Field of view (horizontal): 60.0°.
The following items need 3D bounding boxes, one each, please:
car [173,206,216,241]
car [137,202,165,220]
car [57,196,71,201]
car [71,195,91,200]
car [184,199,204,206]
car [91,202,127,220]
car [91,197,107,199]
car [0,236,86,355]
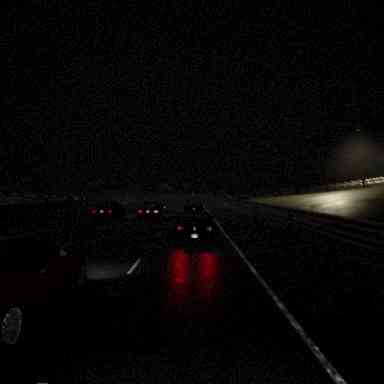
[{"bbox_3d":[0.127,1.590,16.438,1.895,1.301,4.718,0,0,0],"label":"car"},{"bbox_3d":[-3.341,1.530,27.787,2.033,1.411,5.357,0,0,0],"label":"car"},{"bbox_3d":[-24.335,1.504,63.919,1.812,1.442,4.674,0,0,0],"label":"car"},{"bbox_3d":[-20.841,1.334,63.972,2.097,1.767,4.553,0,0,0],"label":"car"},{"bbox_3d":[0.180,1.457,34.754,1.882,1.535,5.008,0,0,0],"label":"car"},{"bbox_3d":[-6.841,1.530,27.803,2.033,1.411,5.357,0,0,0],"label":"car"},{"bbox_3d":[-17.340,1.579,63.905,1.895,1.301,4.718,0,0,0],"label":"car"},{"bbox_3d":[-3.411,1.521,5.953,1.812,1.442,4.674,0,0,0],"label":"car"}]
